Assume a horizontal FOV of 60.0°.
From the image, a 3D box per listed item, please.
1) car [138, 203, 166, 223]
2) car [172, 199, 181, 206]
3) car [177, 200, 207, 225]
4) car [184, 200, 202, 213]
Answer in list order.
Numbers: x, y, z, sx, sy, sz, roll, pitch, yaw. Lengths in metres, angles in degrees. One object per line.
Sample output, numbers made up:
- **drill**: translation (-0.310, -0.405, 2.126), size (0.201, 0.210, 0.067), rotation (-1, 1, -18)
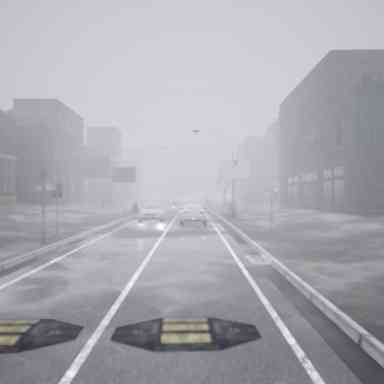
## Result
- **car**: translation (-3.096, 1.592, 26.484), size (1.812, 1.442, 4.674), rotation (0, -1, 0)
- **car**: translation (-3.001, 2.083, 67.018), size (1.994, 1.385, 4.181), rotation (0, 1, 0)
- **car**: translation (0.101, 1.572, 24.612), size (1.812, 1.442, 4.674), rotation (0, -1, 0)
- **car**: translation (0.096, 1.832, 42.617), size (2.163, 1.488, 4.792), rotation (0, -1, 0)
